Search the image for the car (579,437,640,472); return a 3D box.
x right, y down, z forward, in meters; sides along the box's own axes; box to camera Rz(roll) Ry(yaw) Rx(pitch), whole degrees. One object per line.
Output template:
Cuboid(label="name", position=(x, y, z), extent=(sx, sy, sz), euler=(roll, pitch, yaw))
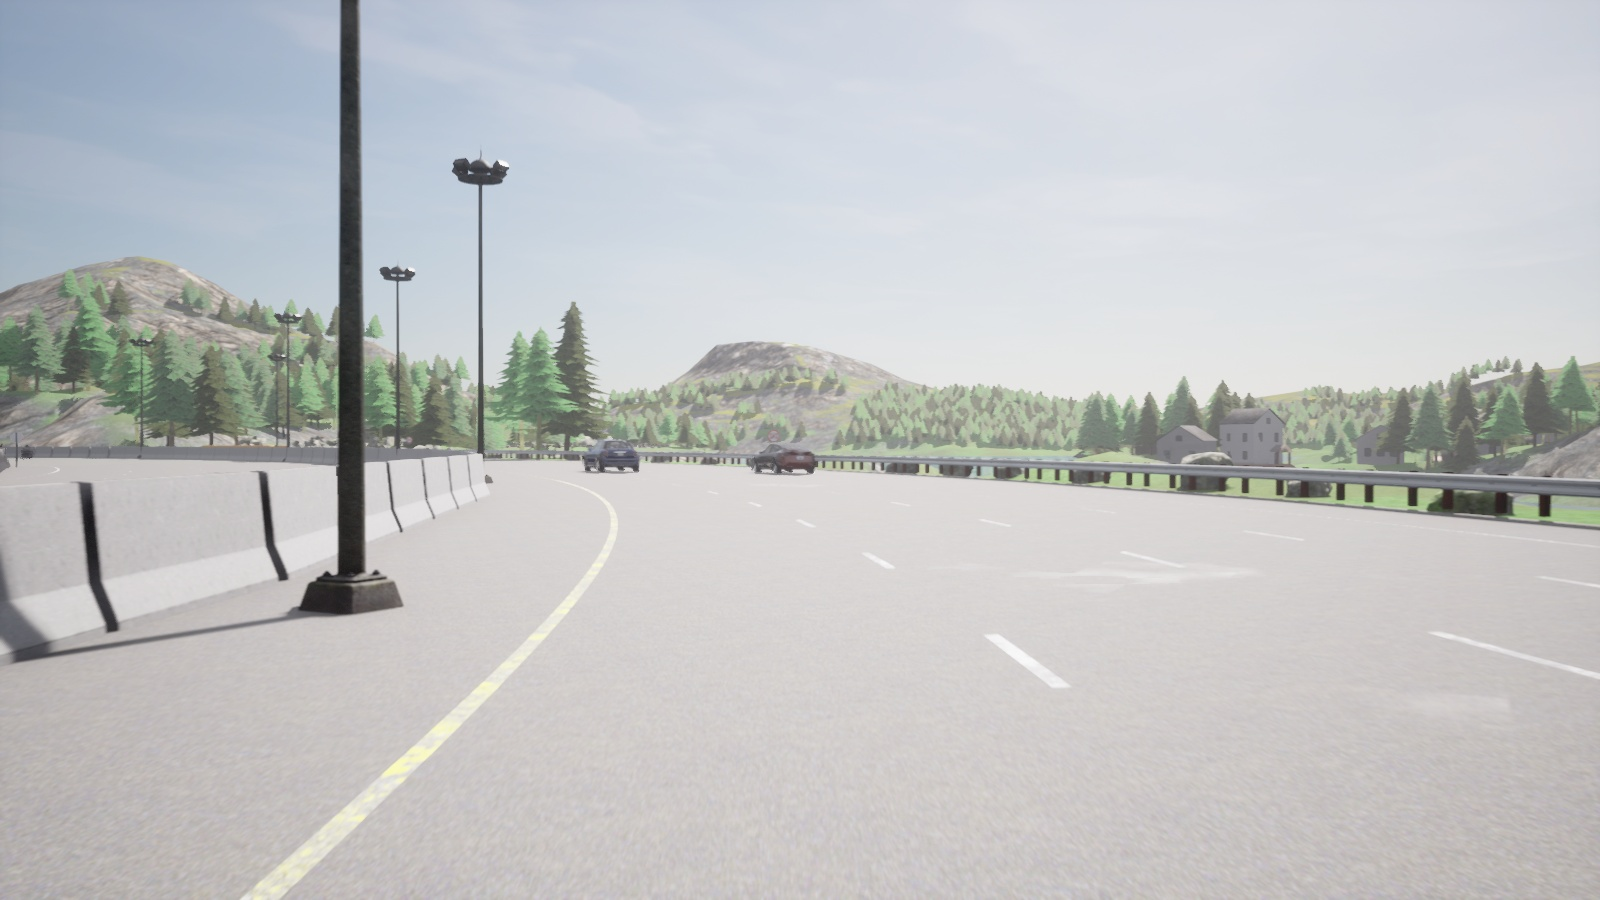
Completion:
Cuboid(label="car", position=(-9.990, 0.228, 65.690), extent=(2.097, 1.767, 4.553), euler=(0, 0, -23))

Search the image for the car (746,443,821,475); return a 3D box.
Cuboid(label="car", position=(-0.862, 0.397, 61.775), extent=(2.163, 1.488, 4.792), euler=(0, 0, -21))
